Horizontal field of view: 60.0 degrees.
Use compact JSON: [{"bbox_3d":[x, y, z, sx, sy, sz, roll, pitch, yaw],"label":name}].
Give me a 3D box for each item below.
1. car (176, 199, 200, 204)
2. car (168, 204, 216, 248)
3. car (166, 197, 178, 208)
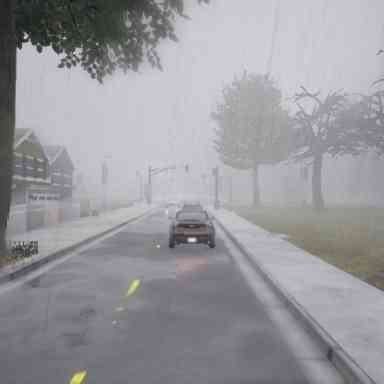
[{"bbox_3d":[0.000,1.488,29.654,2.128,1.511,4.902,0,0,0],"label":"car"},{"bbox_3d":[0.000,1.516,14.652,1.837,1.490,4.892,0,0,0],"label":"car"},{"bbox_3d":[-2.750,1.532,48.657,1.812,1.442,4.674,0,0,0],"label":"car"}]
